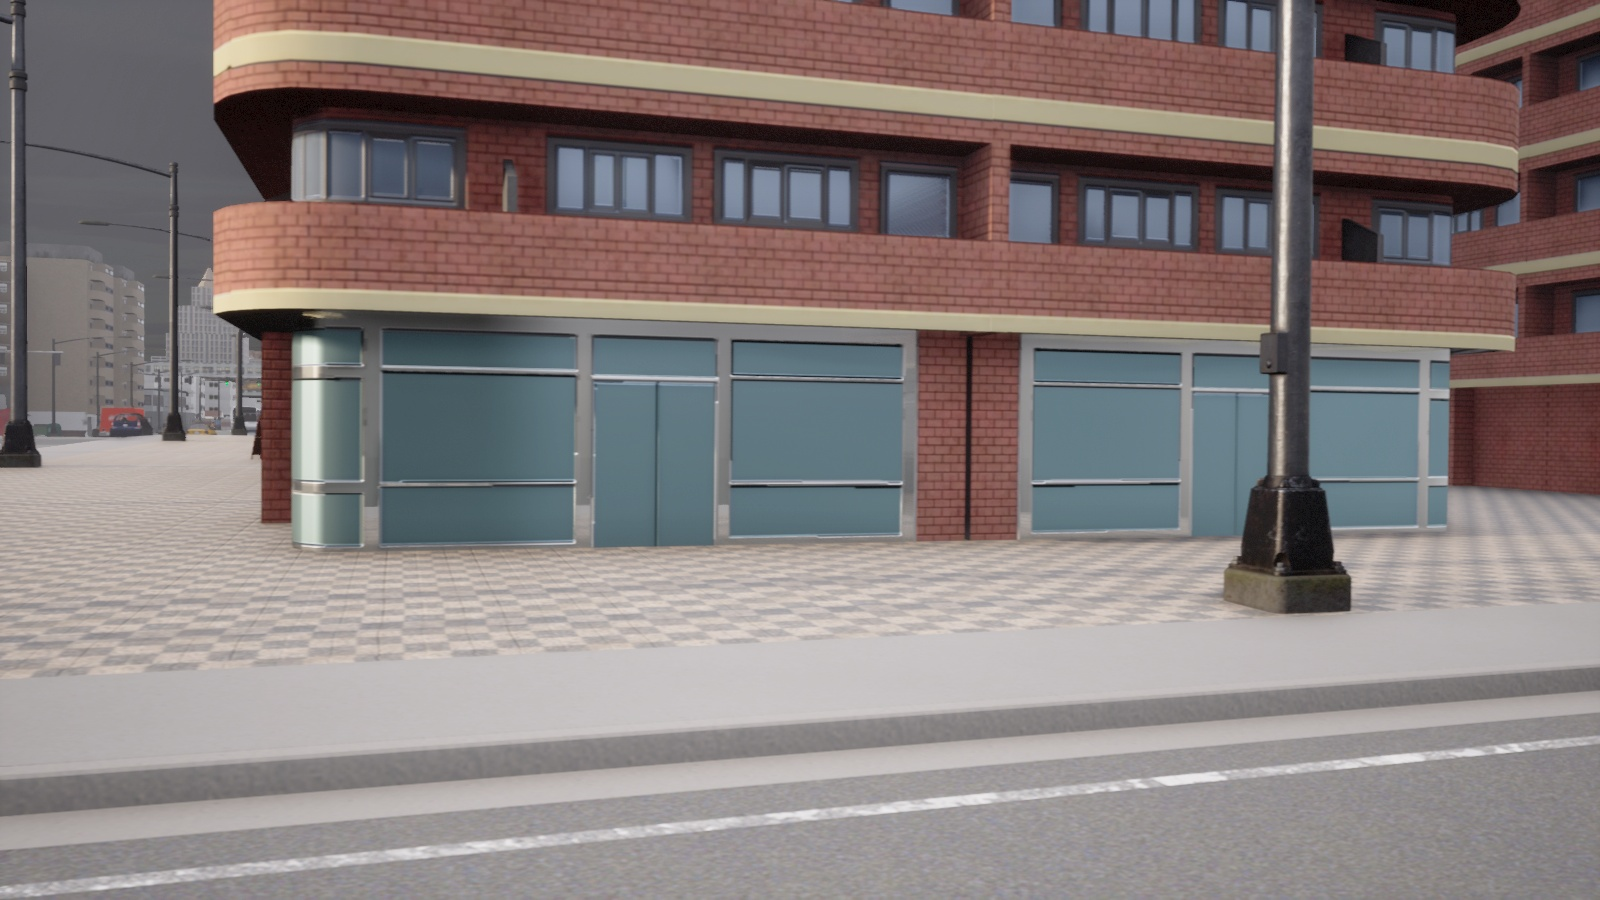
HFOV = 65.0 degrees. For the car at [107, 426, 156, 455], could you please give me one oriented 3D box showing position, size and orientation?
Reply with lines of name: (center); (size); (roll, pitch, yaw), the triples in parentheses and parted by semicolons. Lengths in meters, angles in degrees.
car: (-40.192, -0.573, 75.595); (1.851, 1.617, 3.988); (-1, -1, -17)
